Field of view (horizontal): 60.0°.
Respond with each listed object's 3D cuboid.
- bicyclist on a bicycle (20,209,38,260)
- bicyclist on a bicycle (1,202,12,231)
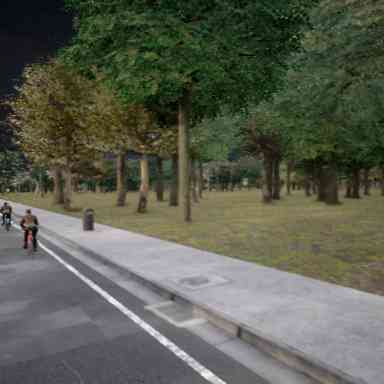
[{"bbox_3d":[-5.488,1.415,11.267,0.582,1.620,1.656,-1,0,-33],"label":"bicyclist on a bicycle"},{"bbox_3d":[-10.448,1.412,18.781,0.582,1.620,1.656,-1,0,-33],"label":"bicyclist on a bicycle"}]
